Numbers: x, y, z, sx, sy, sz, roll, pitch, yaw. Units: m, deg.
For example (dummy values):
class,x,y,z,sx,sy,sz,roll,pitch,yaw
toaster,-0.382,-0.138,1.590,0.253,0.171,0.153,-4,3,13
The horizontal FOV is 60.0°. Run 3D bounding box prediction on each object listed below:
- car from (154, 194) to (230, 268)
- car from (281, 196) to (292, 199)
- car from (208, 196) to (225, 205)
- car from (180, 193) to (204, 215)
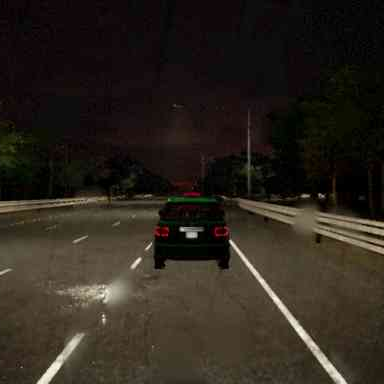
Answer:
class,x,y,z,sx,sy,sz,roll,pitch,yaw
car,-0.006,1.204,11.290,2.150,2.045,5.566,0,0,0
car,25.859,1.379,91.706,1.895,1.301,4.718,0,0,43
car,4.316,1.459,56.962,1.837,1.490,4.892,-1,0,18
car,0.117,1.169,34.121,2.150,2.045,5.566,0,0,3
